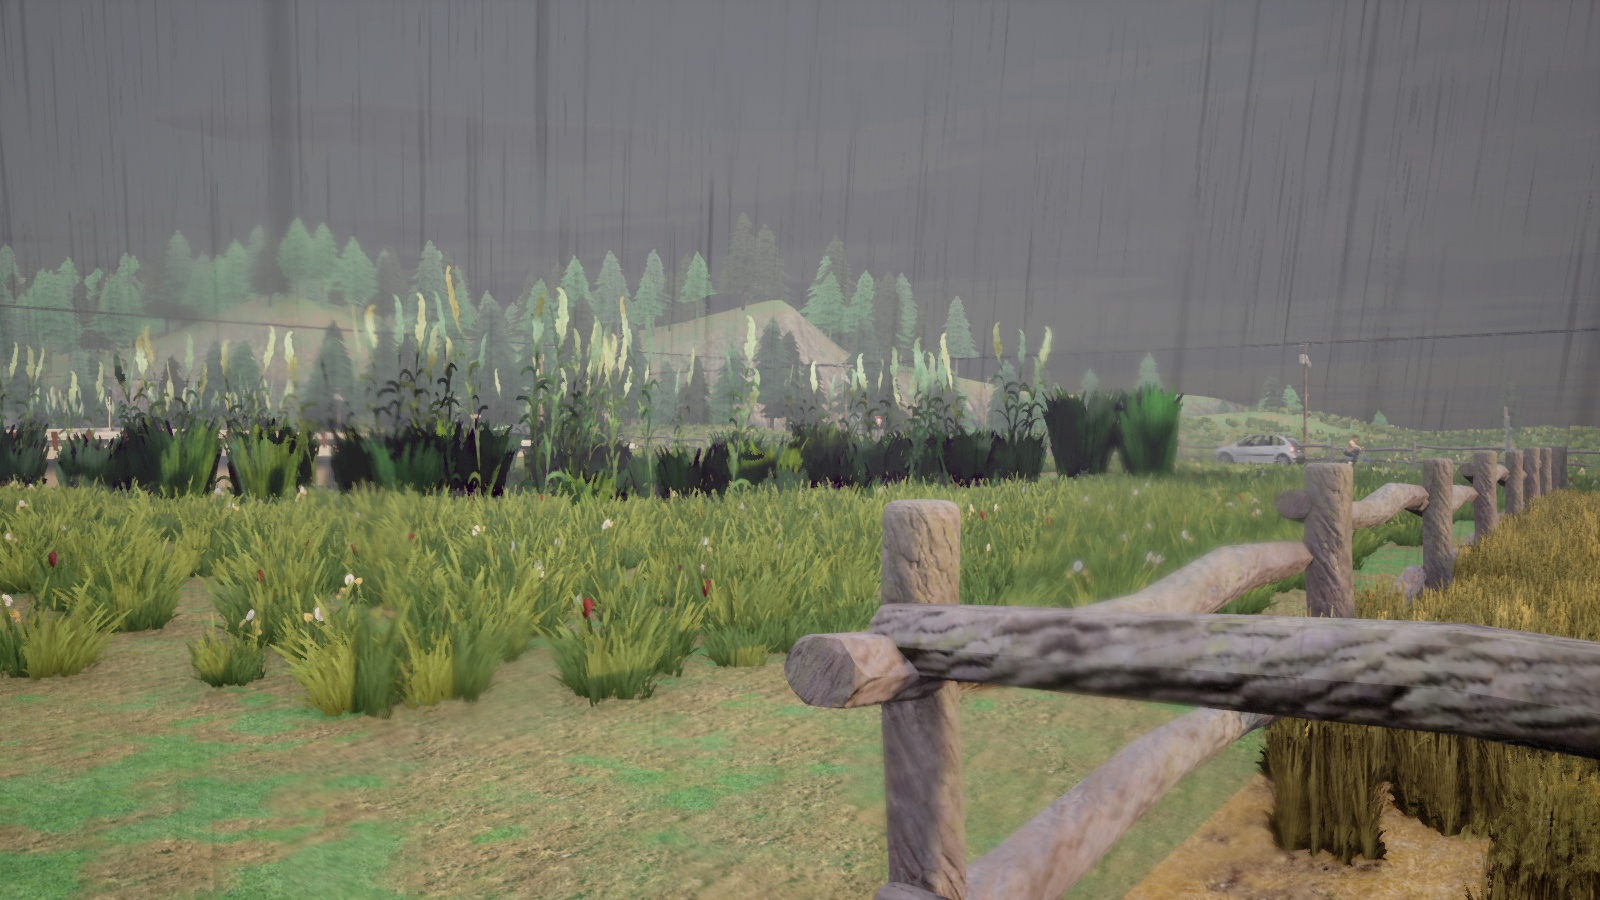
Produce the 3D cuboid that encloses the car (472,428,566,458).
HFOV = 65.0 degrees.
[{"bbox_3d":[-15.791,-0.374,70.876,1.882,1.535,5.008,0,-1,41],"label":"car"}]

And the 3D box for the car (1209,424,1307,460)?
[{"bbox_3d":[21.854,-0.387,59.953,3.988,1.617,1.851,0,1,39],"label":"car"}]

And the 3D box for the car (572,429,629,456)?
[{"bbox_3d":[-14.300,-0.568,89.827,3.866,1.878,1.905,0,1,40],"label":"car"}]
